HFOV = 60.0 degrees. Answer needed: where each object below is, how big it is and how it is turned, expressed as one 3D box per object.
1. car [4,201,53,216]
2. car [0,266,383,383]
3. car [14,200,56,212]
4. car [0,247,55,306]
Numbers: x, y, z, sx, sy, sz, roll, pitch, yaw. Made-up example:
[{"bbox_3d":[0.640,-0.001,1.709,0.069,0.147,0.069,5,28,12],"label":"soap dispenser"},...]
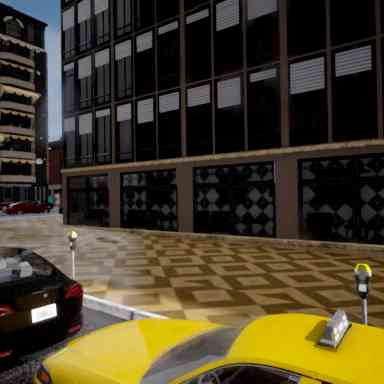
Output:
[{"bbox_3d":[-15.730,1.580,31.897,1.802,1.307,4.206,-2,-1,35],"label":"car"},{"bbox_3d":[0.736,1.526,2.367,4.829,1.417,1.752,0,-1,35],"label":"car"},{"bbox_3d":[-19.390,1.742,41.247,1.947,1.339,4.313,-2,-1,35],"label":"car"},{"bbox_3d":[-3.564,1.568,5.413,4.313,1.339,1.947,0,-1,35],"label":"car"}]
